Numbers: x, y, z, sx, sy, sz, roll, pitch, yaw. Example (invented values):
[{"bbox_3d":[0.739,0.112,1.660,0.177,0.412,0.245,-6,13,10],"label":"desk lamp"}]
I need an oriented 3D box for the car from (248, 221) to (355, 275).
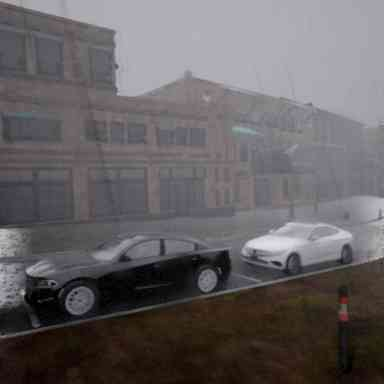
[{"bbox_3d":[3.863,1.784,11.648,4.674,1.452,2.002,0,1,-34],"label":"car"}]

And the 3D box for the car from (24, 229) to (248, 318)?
[{"bbox_3d":[-1.310,1.730,8.170,5.008,1.535,2.097,1,0,-32],"label":"car"}]
